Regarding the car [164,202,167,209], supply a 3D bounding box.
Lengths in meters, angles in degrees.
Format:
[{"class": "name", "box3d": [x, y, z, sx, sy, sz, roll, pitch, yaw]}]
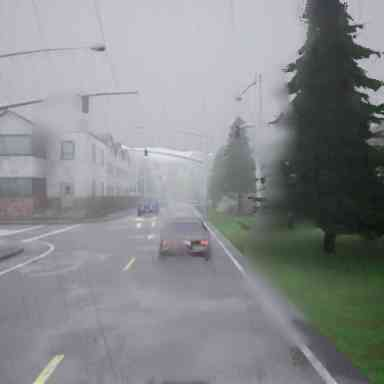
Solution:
[{"class": "car", "box3d": [-5.101, 2.062, 53.784, 1.994, 1.385, 4.181, 0, -1, -1]}]

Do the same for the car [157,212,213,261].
[{"class": "car", "box3d": [-0.251, 1.665, 12.824, 2.033, 1.411, 5.357, 0, -1, -2]}]

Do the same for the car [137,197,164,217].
[{"class": "car", "box3d": [-4.650, 1.563, 36.646, 2.150, 2.045, 5.566, 0, -1, -1]}]
